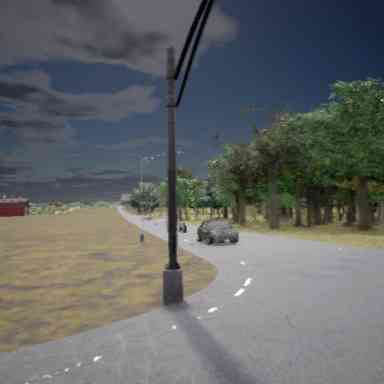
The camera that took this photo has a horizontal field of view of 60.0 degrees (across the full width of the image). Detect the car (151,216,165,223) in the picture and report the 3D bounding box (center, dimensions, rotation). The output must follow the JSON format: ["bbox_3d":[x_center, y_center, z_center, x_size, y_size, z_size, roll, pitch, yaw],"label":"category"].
[{"bbox_3d":[-5.364,4.895,56.835,1.812,1.442,4.674,0,-4,-13],"label":"car"}]

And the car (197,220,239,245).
[{"bbox_3d":[1.831,2.886,24.761,2.097,1.767,4.553,0,-4,-13],"label":"car"}]

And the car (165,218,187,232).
[{"bbox_3d":[-1.990,4.290,41.626,1.994,1.385,4.181,0,-4,-13],"label":"car"}]
